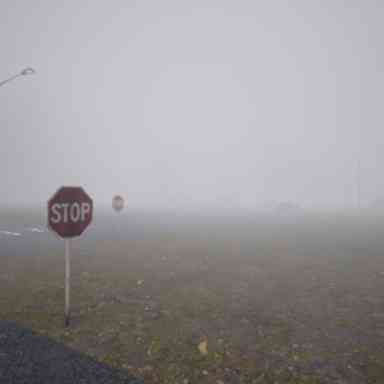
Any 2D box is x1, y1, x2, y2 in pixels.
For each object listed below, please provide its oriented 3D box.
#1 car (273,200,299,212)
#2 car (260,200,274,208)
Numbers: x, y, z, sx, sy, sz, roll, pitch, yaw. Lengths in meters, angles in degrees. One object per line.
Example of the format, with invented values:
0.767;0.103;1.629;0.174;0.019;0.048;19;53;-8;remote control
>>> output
14.072;2.132;48.563;1.837;1.490;4.892;1;0;36;car
13.968;2.215;60.391;1.837;1.490;4.892;1;2;36;car
